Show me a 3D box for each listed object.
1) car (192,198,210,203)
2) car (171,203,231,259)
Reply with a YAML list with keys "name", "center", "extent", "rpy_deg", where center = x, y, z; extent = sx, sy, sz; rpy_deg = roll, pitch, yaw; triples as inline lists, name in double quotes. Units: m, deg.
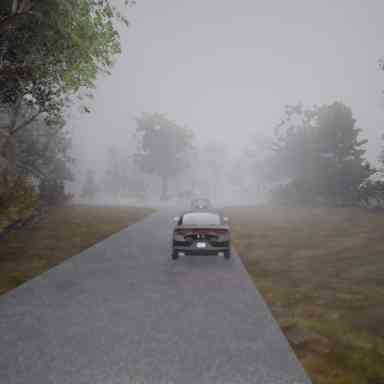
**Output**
- name: "car"
  center: [0.784, 1.239, 28.007]
  extent: [2.033, 1.411, 5.357]
  rpy_deg: [0, 1, 2]
- name: "car"
  center: [0.330, 1.373, 12.200]
  extent: [1.882, 1.535, 5.008]
  rpy_deg: [0, 1, 1]
